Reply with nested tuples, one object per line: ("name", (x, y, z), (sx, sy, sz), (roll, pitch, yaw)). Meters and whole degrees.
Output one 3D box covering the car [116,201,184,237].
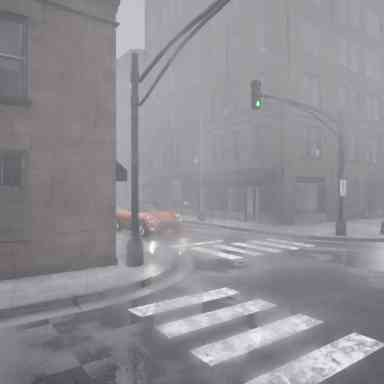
("car", (-2.362, 1.263, 17.521), (2.097, 1.767, 4.553), (0, 0, -35))
